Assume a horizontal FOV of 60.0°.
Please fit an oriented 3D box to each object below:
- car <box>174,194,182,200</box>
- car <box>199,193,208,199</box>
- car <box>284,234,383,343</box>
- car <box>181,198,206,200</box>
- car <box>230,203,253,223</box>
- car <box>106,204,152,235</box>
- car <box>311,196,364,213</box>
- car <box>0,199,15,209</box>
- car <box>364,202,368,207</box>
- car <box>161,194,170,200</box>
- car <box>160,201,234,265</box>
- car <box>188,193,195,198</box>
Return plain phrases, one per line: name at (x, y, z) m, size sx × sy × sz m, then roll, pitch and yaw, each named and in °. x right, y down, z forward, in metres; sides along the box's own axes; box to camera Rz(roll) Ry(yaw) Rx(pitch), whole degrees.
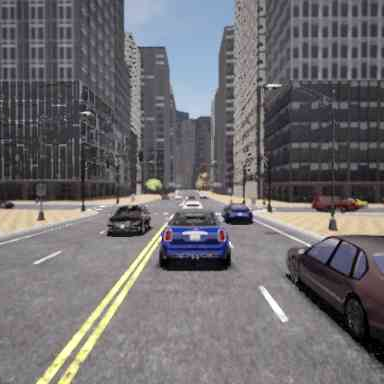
car at (-3.330, 1.266, 82.605) m, size 1.812 × 1.442 × 4.674 m, roll 0°, pitch 0°, yaw 0°
car at (3.165, 1.303, 89.071) m, size 1.895 × 1.301 × 4.718 m, roll 0°, pitch 0°, yaw 0°
car at (3.344, 1.531, 6.329) m, size 2.033 × 1.411 × 5.357 m, roll 0°, pitch 0°, yaw 0°
car at (0.076, 1.455, 25.968) m, size 1.812 × 1.442 × 4.674 m, roll 0°, pitch 0°, yaw 0°
car at (3.328, 1.494, 24.985) m, size 1.994 × 1.385 × 4.181 m, roll 0°, pitch 0°, yaw 0°
car at (-3.350, 1.458, 18.443) m, size 1.837 × 1.490 × 4.892 m, roll 0°, pitch 0°, yaw 0°
car at (16.166, 1.425, 37.849) m, size 5.009 × 1.841 × 2.192 m, roll 0°, pitch 1°, yaw 1°
car at (-22.762, 1.338, 38.341) m, size 4.313 × 1.339 × 1.947 m, roll 1°, pitch 1°, yaw 1°
car at (21.766, 1.528, 46.142) m, size 4.829 × 1.417 × 1.752 m, roll 0°, pitch 1°, yaw 1°
car at (-6.580, 1.220, 82.602) m, size 1.882 × 1.535 × 5.008 m, roll 0°, pitch 0°, yaw 0°
car at (0.088, 1.322, 11.748) m, size 2.097 × 1.767 × 4.553 m, roll 0°, pitch 0°, yaw 0°
car at (-0.084, 1.250, 88.624) m, size 2.033 × 1.411 × 5.357 m, roll 0°, pitch 0°, yaw 0°
